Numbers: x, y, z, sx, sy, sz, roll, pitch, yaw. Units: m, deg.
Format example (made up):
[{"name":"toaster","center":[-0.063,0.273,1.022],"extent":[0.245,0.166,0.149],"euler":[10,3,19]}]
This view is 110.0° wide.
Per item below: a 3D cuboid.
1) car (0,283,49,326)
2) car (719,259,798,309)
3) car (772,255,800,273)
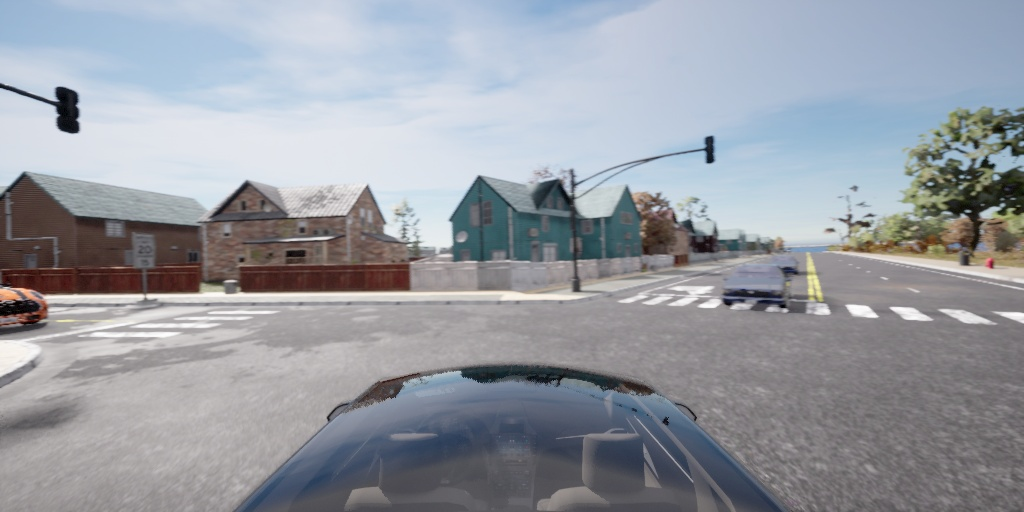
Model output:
[{"name":"car","center":[-16.252,1.236,10.192],"extent":[4.553,1.767,2.097],"euler":[-1,0,5]},{"name":"car","center":[9.239,1.013,13.414],"extent":[2.033,1.411,5.357],"euler":[-2,0,39]},{"name":"car","center":[20.562,0.670,27.175],"extent":[2.033,1.411,5.357],"euler":[-2,0,39]}]
